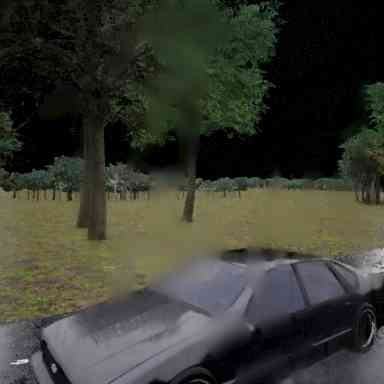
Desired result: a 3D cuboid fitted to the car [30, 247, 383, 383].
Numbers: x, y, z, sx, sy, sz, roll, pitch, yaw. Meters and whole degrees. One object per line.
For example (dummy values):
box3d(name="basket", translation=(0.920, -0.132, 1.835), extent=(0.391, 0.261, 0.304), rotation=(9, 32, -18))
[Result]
box3d(name="car", translation=(0.827, 1.545, 4.578), extent=(5.357, 1.411, 2.033), rotation=(0, 0, -35))
